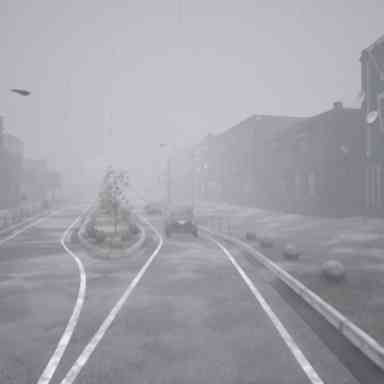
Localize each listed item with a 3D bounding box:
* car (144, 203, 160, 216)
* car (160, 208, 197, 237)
[{"bbox_3d":[-4.954,2.134,41.837,2.033,1.411,5.357,0,1,-14],"label":"car"},{"bbox_3d":[-0.950,2.133,23.547,2.097,1.767,4.553,0,-3,-8],"label":"car"}]
